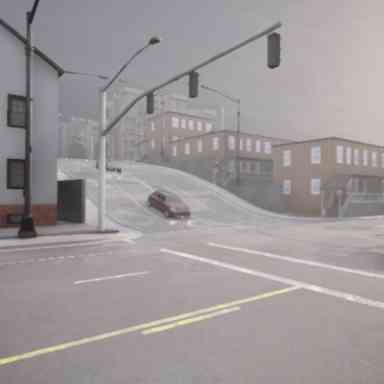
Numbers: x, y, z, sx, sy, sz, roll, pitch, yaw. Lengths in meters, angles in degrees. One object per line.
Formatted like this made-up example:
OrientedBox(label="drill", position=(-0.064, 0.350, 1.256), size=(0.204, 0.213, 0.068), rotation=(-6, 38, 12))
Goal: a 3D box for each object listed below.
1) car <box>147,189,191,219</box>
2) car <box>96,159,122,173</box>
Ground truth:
OrientedBox(label="car", position=(-1.953, 0.918, 28.557), size=(2.097, 1.767, 4.553), rotation=(1, 14, -37))
OrientedBox(label="car", position=(-9.768, -3.152, 39.168), size=(1.994, 1.385, 4.181), rotation=(1, 14, -36))
